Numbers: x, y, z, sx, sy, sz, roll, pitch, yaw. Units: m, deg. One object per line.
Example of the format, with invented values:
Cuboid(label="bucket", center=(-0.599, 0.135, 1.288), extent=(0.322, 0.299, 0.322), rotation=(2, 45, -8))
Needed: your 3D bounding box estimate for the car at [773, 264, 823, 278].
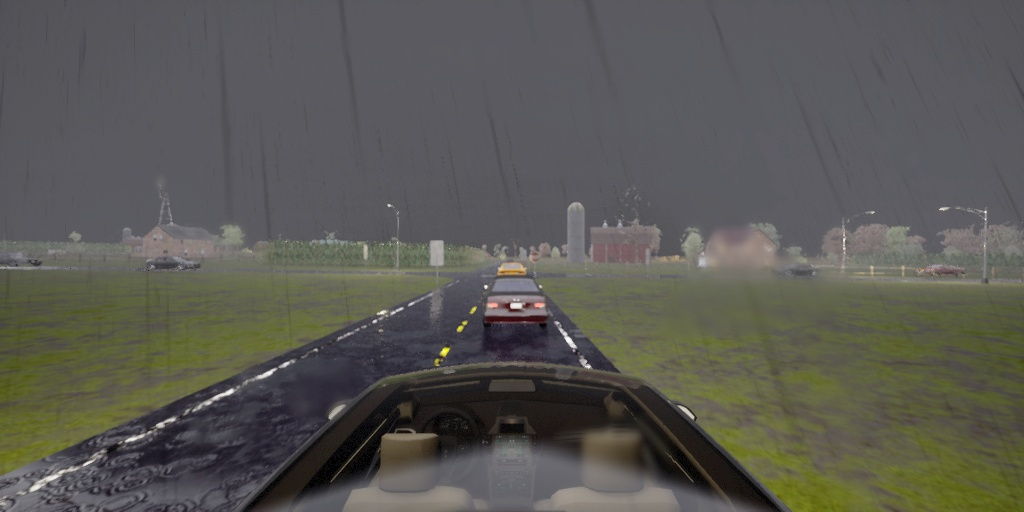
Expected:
Cuboid(label="car", center=(32.588, 1.701, 40.981), extent=(4.892, 1.490, 1.837), rotation=(1, 1, 0))

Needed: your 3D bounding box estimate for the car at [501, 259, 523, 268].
Cuboid(label="car", center=(0.025, 1.220, 24.935), extent=(1.882, 1.535, 5.008), rotation=(0, 0, 1))

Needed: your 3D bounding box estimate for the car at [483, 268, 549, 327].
Cuboid(label="car", center=(0.060, 1.292, 11.492), extent=(2.033, 1.411, 5.357), rotation=(0, 0, -1))

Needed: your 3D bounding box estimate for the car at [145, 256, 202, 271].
Cuboid(label="car", center=(-35.353, 0.774, 37.486), extent=(4.892, 1.490, 1.837), rotation=(1, 1, 0))

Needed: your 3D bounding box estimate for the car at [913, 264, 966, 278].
Cuboid(label="car", center=(48.932, 1.650, 41.027), extent=(4.674, 1.442, 1.812), rotation=(1, 1, 0))

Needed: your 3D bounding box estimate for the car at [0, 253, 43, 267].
Cuboid(label="car", center=(-52.013, 0.374, 37.433), extent=(4.181, 1.385, 1.994), rotation=(1, 1, 0))
